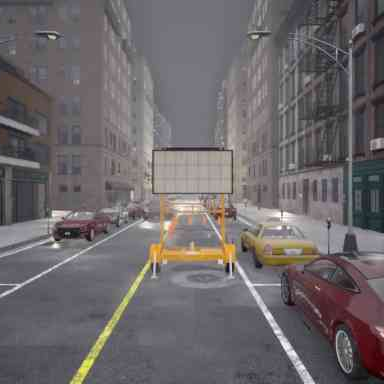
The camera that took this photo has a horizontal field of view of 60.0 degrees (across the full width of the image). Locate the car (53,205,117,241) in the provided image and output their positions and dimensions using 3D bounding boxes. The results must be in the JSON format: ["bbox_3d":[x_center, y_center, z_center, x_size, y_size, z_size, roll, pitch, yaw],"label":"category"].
[{"bbox_3d":[-5.354,1.543,16.564,1.887,1.381,4.507,0,0,0],"label":"car"}]

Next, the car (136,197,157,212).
[{"bbox_3d":[-5.307,1.435,39.293,1.967,1.590,4.097,0,0,0],"label":"car"}]

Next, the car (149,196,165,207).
[{"bbox_3d":[-5.284,1.433,50.658,1.967,1.590,4.097,0,0,0],"label":"car"}]

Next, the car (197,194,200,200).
[{"bbox_3d":[2.860,1.301,77.698,2.192,1.841,5.009,0,0,0],"label":"car"}]

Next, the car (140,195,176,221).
[{"bbox_3d":[-2.694,1.349,27.410,2.097,1.767,4.553,0,0,0],"label":"car"}]

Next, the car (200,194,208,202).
[{"bbox_3d":[2.741,1.308,50.642,2.192,1.841,5.009,0,0,0],"label":"car"}]

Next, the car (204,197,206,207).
[{"bbox_3d":[2.718,1.540,39.277,1.887,1.381,4.507,0,0,0],"label":"car"}]

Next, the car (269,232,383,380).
[{"bbox_3d":[2.648,1.582,5.183,1.802,1.307,4.206,0,0,0],"label":"car"}]

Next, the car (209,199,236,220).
[{"bbox_3d":[2.694,1.542,27.913,1.887,1.381,4.507,0,0,0],"label":"car"}]

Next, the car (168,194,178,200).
[{"bbox_3d":[-5.248,1.299,83.217,2.192,1.841,5.009,0,0,0],"label":"car"}]

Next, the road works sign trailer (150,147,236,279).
[{"bbox_3d":[0.021,0.464,10.058,2.380,3.560,2.880,0,0,0],"label":"road works sign trailer"}]

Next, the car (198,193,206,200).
[{"bbox_3d":[2.880,1.296,94.209,2.192,1.841,5.009,0,0,0],"label":"car"}]

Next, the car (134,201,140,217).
[{"bbox_3d":[-5.331,1.542,27.929,1.887,1.381,4.507,0,0,0],"label":"car"}]

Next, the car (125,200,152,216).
[{"bbox_3d":[-5.319,1.562,33.611,1.947,1.339,4.313,0,0,0],"label":"car"}]

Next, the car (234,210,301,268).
[{"bbox_3d":[2.660,1.525,11.036,1.752,1.417,4.829,0,0,0],"label":"car"}]

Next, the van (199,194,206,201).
[{"bbox_3d":[2.874,1.324,88.705,1.690,1.788,3.998,0,0,0],"label":"van"}]

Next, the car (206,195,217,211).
[{"bbox_3d":[2.706,1.436,33.595,1.967,1.590,4.097,0,0,0],"label":"car"}]

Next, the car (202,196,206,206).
[{"bbox_3d":[2.729,1.545,44.960,2.008,1.369,4.403,0,0,0],"label":"car"}]

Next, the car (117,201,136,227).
[{"bbox_3d":[-5.342,1.549,22.246,2.008,1.369,4.403,0,0,0],"label":"car"}]
